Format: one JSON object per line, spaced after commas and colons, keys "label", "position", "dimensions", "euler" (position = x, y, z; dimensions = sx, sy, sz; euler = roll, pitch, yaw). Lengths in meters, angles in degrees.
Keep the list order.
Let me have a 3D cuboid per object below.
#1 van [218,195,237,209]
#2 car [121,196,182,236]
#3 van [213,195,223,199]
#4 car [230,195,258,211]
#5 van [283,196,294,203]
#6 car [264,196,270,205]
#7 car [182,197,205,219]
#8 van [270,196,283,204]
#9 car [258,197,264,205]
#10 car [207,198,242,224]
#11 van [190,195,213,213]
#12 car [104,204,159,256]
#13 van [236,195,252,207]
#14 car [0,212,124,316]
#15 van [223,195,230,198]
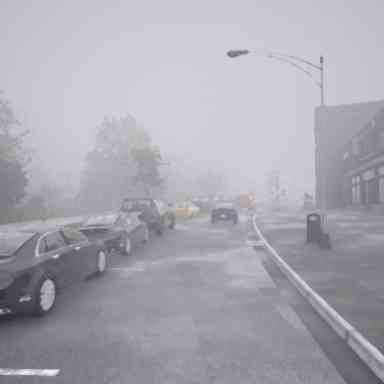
{"label": "van", "position": [5.503, 1.530, 51.248], "dimensions": [1.878, 1.987, 4.442], "euler": [-2, 0, 18]}
{"label": "car", "position": [-2.406, 1.268, 18.632], "dimensions": [2.435, 2.045, 5.566], "euler": [-3, 0, 7]}
{"label": "van", "position": [2.097, 1.421, 40.610], "dimensions": [1.878, 1.987, 4.442], "euler": [-2, 0, 16]}
{"label": "car", "position": [6.689, 1.371, 42.493], "dimensions": [2.150, 2.045, 5.566], "euler": [-1, -1, 17]}
{"label": "van", "position": [25.393, 1.993, 89.784], "dimensions": [1.878, 1.987, 4.442], "euler": [-2, 0, 30]}
{"label": "car", "position": [14.615, 2.062, 71.524], "dimensions": [2.002, 1.452, 4.674], "euler": [-2, -1, 28]}
{"label": "car", "position": [-0.526, 1.563, 29.813], "dimensions": [1.946, 1.575, 5.366], "euler": [-3, 0, 13]}
{"label": "van", "position": [20.161, 1.907, 81.319], "dimensions": [1.878, 1.987, 4.442], "euler": [-2, 0, 30]}
{"label": "car", "position": [12.062, 1.707, 66.587], "dimensions": [2.435, 2.045, 5.566], "euler": [-2, -1, 24]}
{"label": "car", "position": [2.613, 1.521, 25.635], "dimensions": [1.882, 1.535, 5.008], "euler": [0, 0, 10]}
{"label": "van", "position": [0.664, 1.378, 35.202], "dimensions": [1.878, 1.987, 4.442], "euler": [-3, 0, 11]}
{"label": "car", "position": [-3.007, 1.506, 13.038], "dimensions": [2.231, 1.521, 4.892], "euler": [-3, 0, 5]}
{"label": "van", "position": [9.716, 1.663, 61.609], "dimensions": [1.878, 1.987, 4.442], "euler": [-2, -1, 22]}
{"label": "car", "position": [-3.418, 1.493, 7.461], "dimensions": [2.231, 1.521, 4.892], "euler": [-3, 0, 4]}
{"label": "van", "position": [3.715, 1.472, 45.962], "dimensions": [1.878, 1.987, 4.442], "euler": [-2, 0, 17]}
